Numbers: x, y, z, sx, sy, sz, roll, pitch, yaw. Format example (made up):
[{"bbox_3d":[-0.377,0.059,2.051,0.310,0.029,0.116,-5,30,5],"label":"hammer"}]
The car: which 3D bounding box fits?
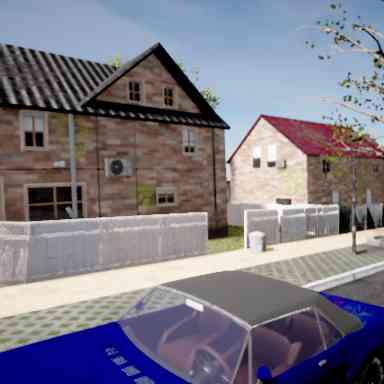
[{"bbox_3d":[0.132,1.593,3.158,4.718,1.301,1.895,0,0,-37],"label":"car"}]
